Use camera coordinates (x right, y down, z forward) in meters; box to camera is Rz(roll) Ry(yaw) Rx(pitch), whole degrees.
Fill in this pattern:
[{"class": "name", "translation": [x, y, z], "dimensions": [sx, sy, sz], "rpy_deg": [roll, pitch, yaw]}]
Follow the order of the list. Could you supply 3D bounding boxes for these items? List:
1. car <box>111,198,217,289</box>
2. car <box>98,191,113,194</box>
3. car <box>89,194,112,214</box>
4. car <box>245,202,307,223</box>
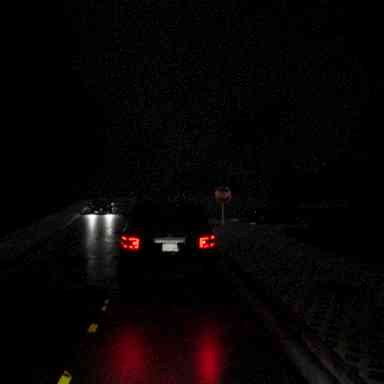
[{"class": "car", "translation": [-0.754, 1.173, 9.271], "dimensions": [2.150, 2.045, 5.566], "rpy_deg": [0, 0, -7]}, {"class": "car", "translation": [-11.228, 1.058, 42.352], "dimensions": [1.882, 1.535, 5.008], "rpy_deg": [1, 0, -14]}, {"class": "car", "translation": [-8.457, 1.231, 31.194], "dimensions": [1.812, 1.442, 4.674], "rpy_deg": [1, 0, -14]}, {"class": "car", "translation": [6.555, 1.551, 25.785], "dimensions": [5.008, 1.535, 1.882], "rpy_deg": [1, -2, -12]}]
